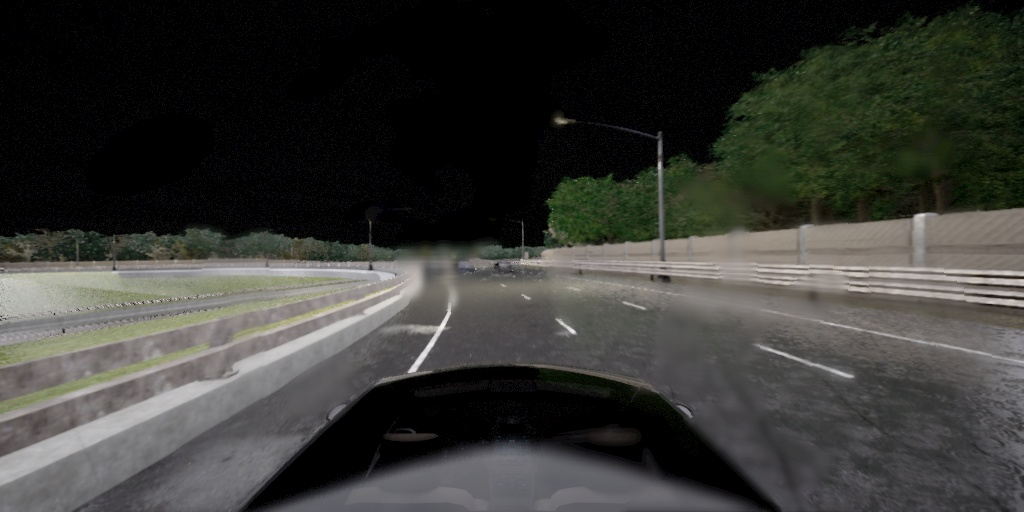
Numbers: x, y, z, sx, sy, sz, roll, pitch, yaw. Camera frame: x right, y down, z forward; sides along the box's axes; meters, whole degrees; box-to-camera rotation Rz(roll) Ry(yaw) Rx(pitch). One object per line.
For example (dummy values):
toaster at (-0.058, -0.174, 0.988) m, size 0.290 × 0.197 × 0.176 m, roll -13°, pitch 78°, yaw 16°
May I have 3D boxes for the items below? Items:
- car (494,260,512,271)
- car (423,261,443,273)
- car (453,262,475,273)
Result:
car at (-1.257, 1.263, 48.584) m, size 2.128 × 1.511 × 4.902 m, roll -1°, pitch 0°, yaw -11°
car at (-10.468, 1.447, 47.540) m, size 2.128 × 1.511 × 4.902 m, roll -1°, pitch 0°, yaw -26°
car at (-6.358, 1.437, 46.980) m, size 1.994 × 1.385 × 4.181 m, roll -1°, pitch 0°, yaw -25°
